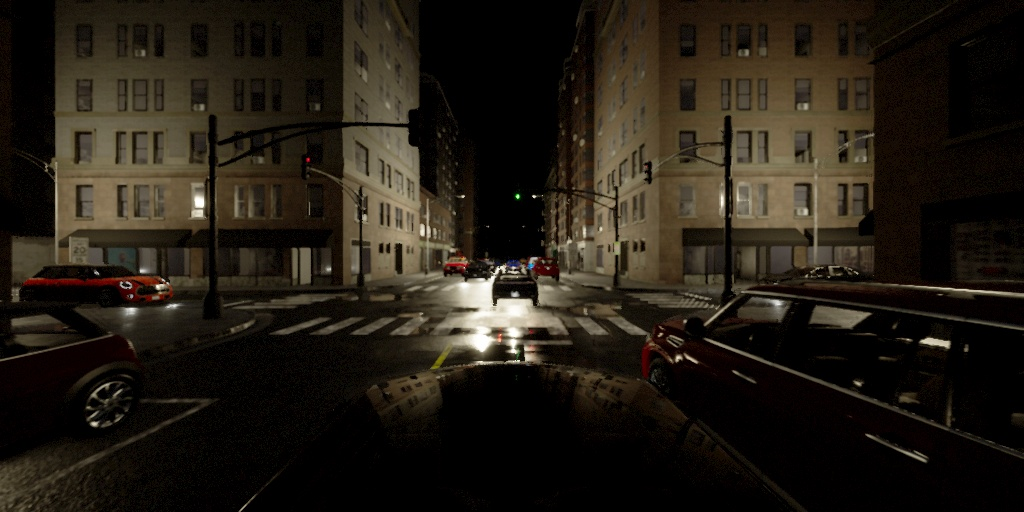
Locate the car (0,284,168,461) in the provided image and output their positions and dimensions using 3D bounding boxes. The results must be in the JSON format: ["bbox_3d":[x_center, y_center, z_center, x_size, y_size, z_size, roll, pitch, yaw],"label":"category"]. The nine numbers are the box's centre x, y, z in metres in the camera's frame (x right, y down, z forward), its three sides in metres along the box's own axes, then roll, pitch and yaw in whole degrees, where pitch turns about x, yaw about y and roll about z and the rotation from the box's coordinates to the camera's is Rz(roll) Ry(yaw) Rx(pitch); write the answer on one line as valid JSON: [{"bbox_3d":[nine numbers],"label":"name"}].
[{"bbox_3d":[-5.388,1.189,2.512,1.967,1.591,4.097,0,0,0],"label":"car"}]

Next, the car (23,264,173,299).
[{"bbox_3d":[-16.883,1.142,14.749,4.553,1.767,2.097,0,0,0],"label":"car"}]

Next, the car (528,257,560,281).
[{"bbox_3d":[2.750,1.042,29.554,2.192,1.841,5.009,0,0,0],"label":"car"}]

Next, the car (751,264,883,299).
[{"bbox_3d":[14.768,1.195,17.561,4.892,1.490,1.837,-1,0,0],"label":"car"}]

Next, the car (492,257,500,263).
[{"bbox_3d":[-2.771,1.209,40.468,2.128,1.511,4.902,0,0,0],"label":"car"}]

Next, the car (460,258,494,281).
[{"bbox_3d":[-2.795,1.205,29.750,1.882,1.535,5.008,0,0,0],"label":"car"}]

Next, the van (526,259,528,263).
[{"bbox_3d":[2.762,1.059,40.561,1.690,1.789,3.998,0,0,0],"label":"van"}]

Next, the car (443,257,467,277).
[{"bbox_3d":[-5.359,1.038,35.072,2.192,1.841,5.009,0,0,0],"label":"car"}]

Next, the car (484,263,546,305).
[{"bbox_3d":[0.120,1.227,15.857,2.128,1.511,4.902,0,0,0],"label":"car"}]

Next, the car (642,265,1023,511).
[{"bbox_3d":[2.637,1.064,2.498,2.192,1.841,5.009,0,0,0],"label":"car"}]

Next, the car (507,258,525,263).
[{"bbox_3d":[0.170,1.244,40.425,1.812,1.442,4.674,0,0,0],"label":"car"}]
